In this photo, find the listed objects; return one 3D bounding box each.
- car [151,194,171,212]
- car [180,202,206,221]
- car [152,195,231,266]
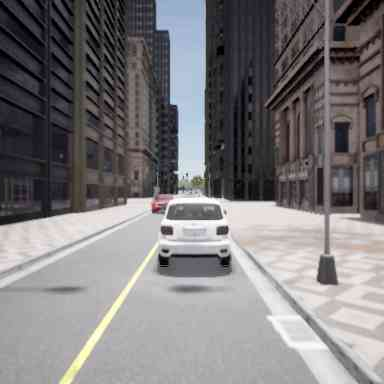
[{"bbox_3d":[-3.102,1.272,36.376,2.150,2.045,5.566,0,0,0],"label":"car"},{"bbox_3d":[0.084,1.604,28.403,1.994,1.385,4.181,0,0,0],"label":"car"},{"bbox_3d":[0.084,1.239,11.747,2.150,2.045,5.566,0,0,0],"label":"car"}]
